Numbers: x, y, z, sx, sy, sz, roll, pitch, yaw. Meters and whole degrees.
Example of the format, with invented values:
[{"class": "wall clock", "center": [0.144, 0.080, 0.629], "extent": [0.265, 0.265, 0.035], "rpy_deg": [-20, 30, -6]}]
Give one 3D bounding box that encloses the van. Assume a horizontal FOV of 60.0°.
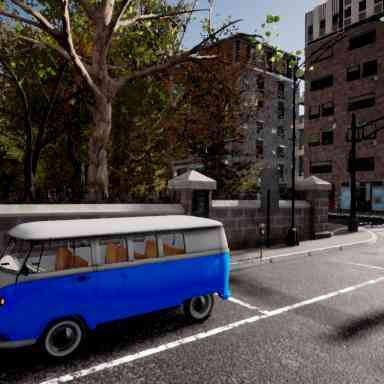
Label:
[{"class": "van", "center": [-1.202, 1.342, 5.644], "extent": [3.998, 1.788, 1.690], "rpy_deg": [0, 1, -36]}]
